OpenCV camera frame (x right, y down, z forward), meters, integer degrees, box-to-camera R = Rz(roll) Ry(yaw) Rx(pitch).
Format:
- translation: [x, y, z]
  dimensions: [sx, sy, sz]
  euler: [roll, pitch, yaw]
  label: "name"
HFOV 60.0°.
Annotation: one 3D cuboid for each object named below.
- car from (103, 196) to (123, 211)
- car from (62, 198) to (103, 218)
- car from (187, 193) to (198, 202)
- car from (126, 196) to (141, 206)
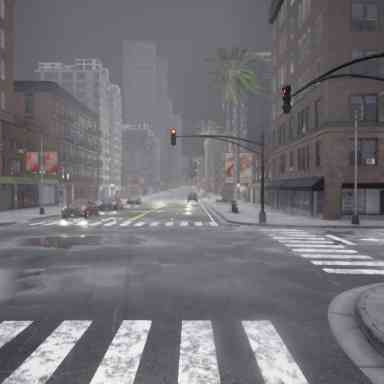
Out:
- translation: [-9.808, 1.341, 40.416]
  dimensions: [2.097, 1.767, 4.553]
  euler: [0, 0, 0]
  label: "car"
- translation: [-9.828, 1.345, 29.579]
  dimensions: [2.097, 1.767, 4.553]
  euler: [0, 0, 0]
  label: "car"
- translation: [0.133, 1.163, 71.935]
  dimensions: [2.150, 2.045, 5.566]
  euler: [0, 0, 0]
  label: "car"
- translation: [-9.769, 1.449, 56.150]
  dimensions: [1.882, 1.535, 5.008]
  euler: [0, 0, 0]
  label: "car"
